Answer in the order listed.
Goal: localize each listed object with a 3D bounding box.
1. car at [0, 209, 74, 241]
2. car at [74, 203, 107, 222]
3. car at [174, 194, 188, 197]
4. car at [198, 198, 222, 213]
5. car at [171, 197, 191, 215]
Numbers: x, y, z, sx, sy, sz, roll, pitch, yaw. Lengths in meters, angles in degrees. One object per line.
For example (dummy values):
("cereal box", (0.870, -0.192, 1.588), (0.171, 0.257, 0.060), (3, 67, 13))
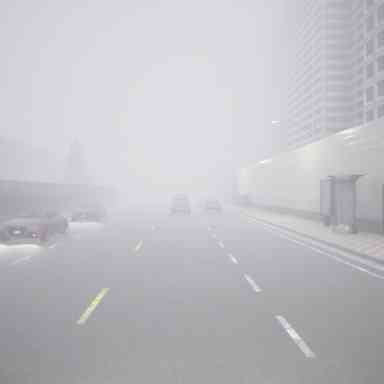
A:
("car", (-7.661, 1.564, 16.426), (1.994, 1.385, 4.181), (0, 0, -2))
("car", (-8.041, 1.562, 26.338), (1.994, 1.385, 4.181), (0, 0, -2))
("car", (-1.526, 1.222, 44.231), (2.150, 2.045, 5.566), (0, 0, -3))
("car", (2.221, 1.491, 37.716), (2.128, 1.511, 4.902), (0, 0, -2))
("car", (-1.152, 1.564, 34.105), (1.994, 1.385, 4.181), (0, 0, -2))
